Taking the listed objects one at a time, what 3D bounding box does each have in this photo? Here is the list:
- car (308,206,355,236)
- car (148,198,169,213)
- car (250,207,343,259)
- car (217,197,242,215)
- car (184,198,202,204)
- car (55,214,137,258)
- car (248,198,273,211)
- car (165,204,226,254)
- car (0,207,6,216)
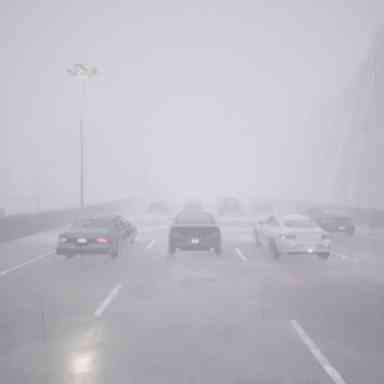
[{"bbox_3d":[7.089,1.506,18.045,1.812,1.442,4.674,0,0,0],"label":"car"},{"bbox_3d":[-3.392,1.387,34.359,1.812,1.442,4.674,0,1,0],"label":"car"},{"bbox_3d":[3.590,1.524,12.436,1.812,1.442,4.674,0,0,0],"label":"car"},{"bbox_3d":[3.607,1.227,32.968,2.097,1.767,4.553,0,1,0],"label":"car"},{"bbox_3d":[0.108,1.387,34.356,1.812,1.442,4.674,0,1,0],"label":"car"},{"bbox_3d":[-3.396,1.545,12.784,2.033,1.411,5.357,0,0,0],"label":"car"},{"bbox_3d":[7.107,1.387,34.336,1.812,1.442,4.674,0,1,0],"label":"car"},{"bbox_3d":[0.104,1.474,13.518,1.882,1.535,5.008,0,0,0],"label":"car"},{"bbox_3d":[-14.094,1.455,21.528,2.128,1.511,4.902,0,0,0],"label":"car"}]
